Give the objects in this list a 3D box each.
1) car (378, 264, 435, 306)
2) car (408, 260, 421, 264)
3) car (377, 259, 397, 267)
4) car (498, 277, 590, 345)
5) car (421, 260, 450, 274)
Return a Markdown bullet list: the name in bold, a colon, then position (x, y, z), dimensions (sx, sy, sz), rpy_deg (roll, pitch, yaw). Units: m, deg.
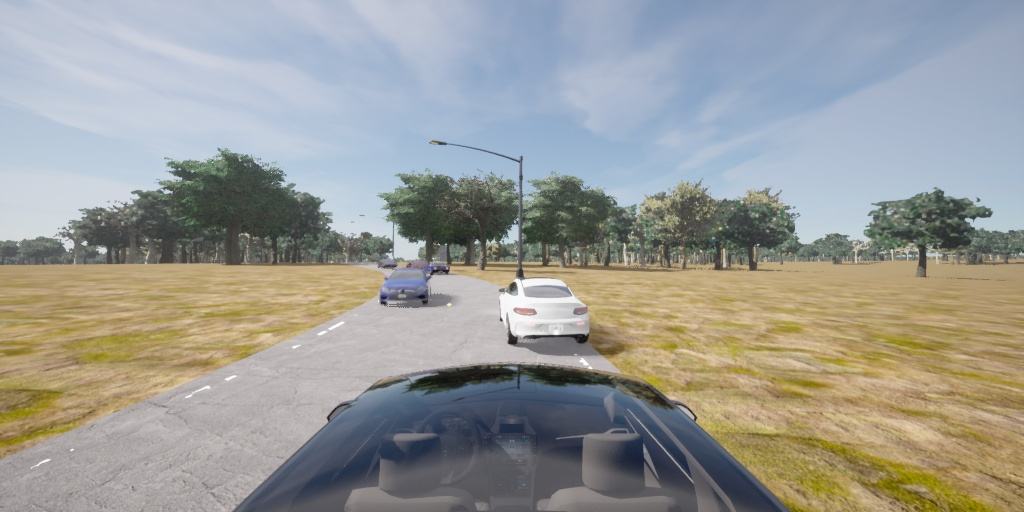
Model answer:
- **car**: position (-4.543, 1.251, 15.819), dimensions (1.812, 1.442, 4.674), rpy_deg (0, 0, -10)
- **car**: position (-12.234, 1.139, 46.434), dimensions (1.994, 1.385, 4.181), rpy_deg (1, 0, -30)
- **car**: position (-16.714, 1.049, 47.991), dimensions (2.033, 1.411, 5.357), rpy_deg (1, 0, -30)
- **car**: position (0.665, 1.277, 9.483), dimensions (1.812, 1.442, 4.674), rpy_deg (0, 0, -5)
- **car**: position (-7.993, 1.246, 37.928), dimensions (1.895, 1.301, 4.718), rpy_deg (1, 0, -24)
